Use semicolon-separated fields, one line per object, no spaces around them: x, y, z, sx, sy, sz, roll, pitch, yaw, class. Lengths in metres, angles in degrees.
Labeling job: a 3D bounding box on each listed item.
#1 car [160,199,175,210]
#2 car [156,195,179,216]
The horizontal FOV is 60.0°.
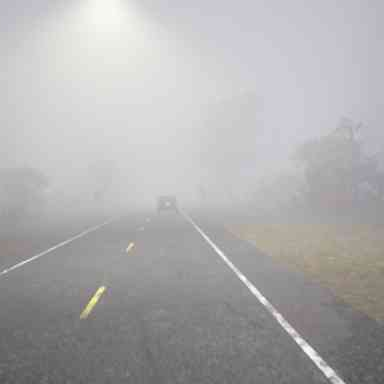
-3.628;1.742;48.897;1.994;1.385;4.181;-3;0;-4;car
-2.595;1.336;35.084;2.150;2.045;5.566;-3;0;-4;car
